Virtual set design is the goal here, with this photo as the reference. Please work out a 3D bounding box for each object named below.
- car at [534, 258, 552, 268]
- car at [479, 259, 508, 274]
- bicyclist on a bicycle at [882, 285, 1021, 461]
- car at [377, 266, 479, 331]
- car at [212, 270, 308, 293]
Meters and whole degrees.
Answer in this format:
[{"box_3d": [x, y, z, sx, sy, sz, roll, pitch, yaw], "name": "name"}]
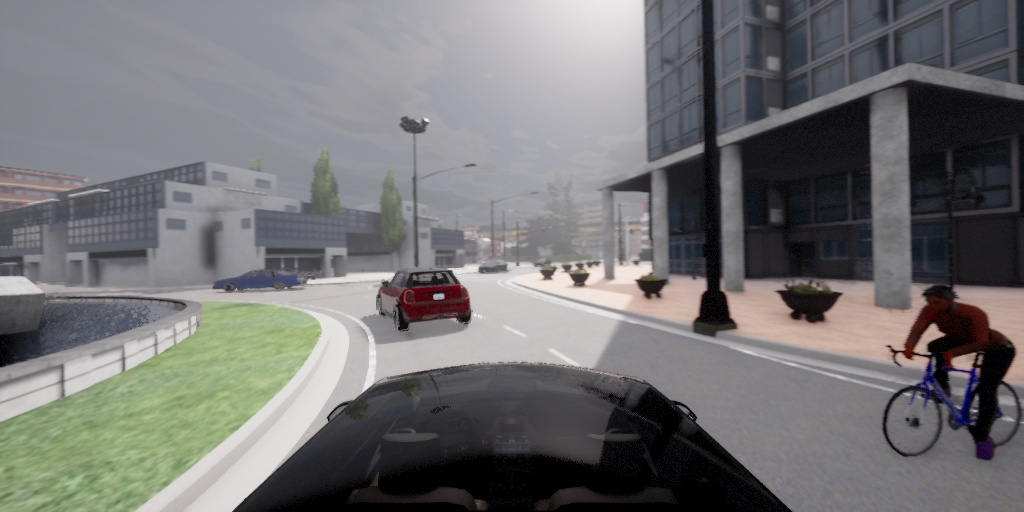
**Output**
[{"box_3d": [5.109, 1.170, 58.965, 1.837, 1.490, 4.892, -1, 0, 24], "name": "car"}, {"box_3d": [-2.199, 1.143, 42.546, 2.097, 1.767, 4.553, -1, 0, 24], "name": "car"}, {"box_3d": [4.282, 1.103, 3.482, 1.656, 1.620, 0.582, -1, 0, -8], "name": "bicyclist on a bicycle"}, {"box_3d": [-3.054, 1.168, 11.765, 2.097, 1.767, 4.553, -1, 0, -29], "name": "car"}, {"box_3d": [-17.178, 1.674, 24.733, 5.357, 1.411, 2.033, -1, 0, -11], "name": "car"}]
